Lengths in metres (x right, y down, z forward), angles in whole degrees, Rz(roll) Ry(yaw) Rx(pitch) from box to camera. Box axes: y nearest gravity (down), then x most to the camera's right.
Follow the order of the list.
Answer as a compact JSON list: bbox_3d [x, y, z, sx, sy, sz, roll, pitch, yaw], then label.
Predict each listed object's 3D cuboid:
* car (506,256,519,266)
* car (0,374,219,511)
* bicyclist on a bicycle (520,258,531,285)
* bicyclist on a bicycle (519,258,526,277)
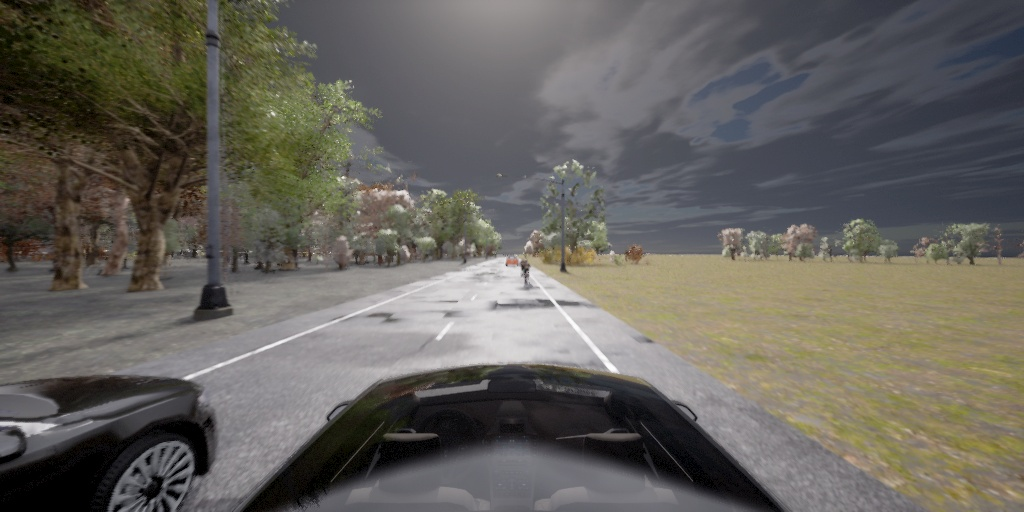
[{"bbox_3d":[0.055,0.744,60.143,2.097,1.767,4.553,0,0,1],"label":"car"},{"bbox_3d":[-3.402,1.246,1.034,2.128,1.511,4.902,0,0,0],"label":"car"},{"bbox_3d":[0.963,1.070,23.405,0.582,1.620,1.656,0,0,0],"label":"bicyclist on a bicycle"},{"bbox_3d":[0.963,1.014,32.351,0.582,1.620,1.656,0,0,0],"label":"bicyclist on a bicycle"}]
